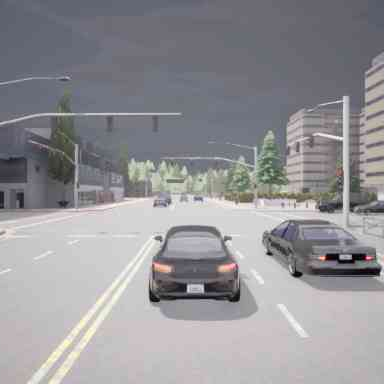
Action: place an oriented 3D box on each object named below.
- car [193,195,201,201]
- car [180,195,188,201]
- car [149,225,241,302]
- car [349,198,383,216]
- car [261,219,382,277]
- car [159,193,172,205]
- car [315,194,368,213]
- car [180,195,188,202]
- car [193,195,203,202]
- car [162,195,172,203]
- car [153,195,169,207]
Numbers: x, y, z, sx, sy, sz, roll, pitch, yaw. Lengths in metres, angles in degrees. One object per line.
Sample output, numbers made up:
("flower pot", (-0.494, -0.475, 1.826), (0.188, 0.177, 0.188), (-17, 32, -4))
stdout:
("car", (1.307, 1.500, 88.747), (1.837, 1.490, 4.892), (0, 0, -1))
("car", (-2.190, 1.552, 88.593), (1.994, 1.385, 4.181), (0, 0, -1))
("car", (0.036, 1.526, 8.120), (1.812, 1.442, 4.674), (0, 0, -1))
("car", (18.222, 1.526, 32.435), (4.674, 1.442, 1.812), (0, 0, -2))
("car", (3.533, 1.547, 10.177), (2.033, 1.411, 5.357), (0, 0, 0))
("car", (-5.017, 1.221, 59.772), (2.150, 2.045, 5.566), (0, 0, -1))
("car", (16.286, 1.222, 35.903), (5.566, 2.045, 2.150), (0, 0, -2))
("car", (-1.922, 1.540, 78.262), (2.033, 1.411, 5.357), (0, 0, -1))
("car", (1.569, 1.478, 78.609), (1.882, 1.535, 5.008), (0, 0, -1))
("car", (-5.216, 1.500, 70.132), (1.837, 1.490, 4.892), (0, 0, -1))
("car", (-4.780, 1.526, 50.346), (1.812, 1.442, 4.674), (0, 0, -2))
